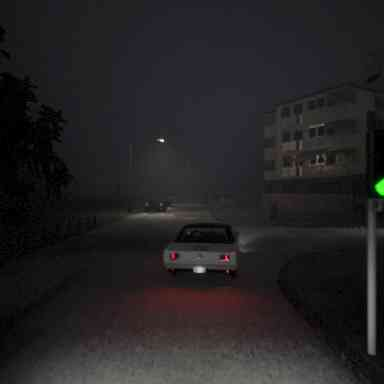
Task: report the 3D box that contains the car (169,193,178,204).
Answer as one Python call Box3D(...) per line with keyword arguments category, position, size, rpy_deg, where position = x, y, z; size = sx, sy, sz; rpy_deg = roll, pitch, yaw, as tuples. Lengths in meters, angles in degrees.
Box3D(category="car", position=(-4.001, 1.315, 67.096), size=(2.150, 2.045, 5.566), rpy_deg=(0, 0, 0))

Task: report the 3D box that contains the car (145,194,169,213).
Box3D(category="car", position=(-4.089, 1.400, 37.952), size=(2.097, 1.767, 4.553), rpy_deg=(0, 0, 0))

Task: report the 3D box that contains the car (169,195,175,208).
Box3D(category="car", position=(-4.072, 1.610, 50.000), size=(2.033, 1.411, 5.357), rpy_deg=(0, 0, 0))

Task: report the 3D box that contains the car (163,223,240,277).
Box3D(category="car", position=(0.543, 1.614, 10.323), size=(1.895, 1.301, 4.718), rpy_deg=(0, 0, 9))
